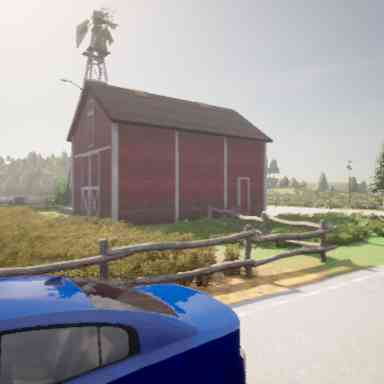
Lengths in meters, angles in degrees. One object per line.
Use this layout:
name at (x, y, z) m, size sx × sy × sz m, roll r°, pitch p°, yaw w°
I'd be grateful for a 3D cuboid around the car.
car at (-1.825, 1.481, 2.317) m, size 5.008 × 1.535 × 1.882 m, roll 0°, pitch 0°, yaw -36°
